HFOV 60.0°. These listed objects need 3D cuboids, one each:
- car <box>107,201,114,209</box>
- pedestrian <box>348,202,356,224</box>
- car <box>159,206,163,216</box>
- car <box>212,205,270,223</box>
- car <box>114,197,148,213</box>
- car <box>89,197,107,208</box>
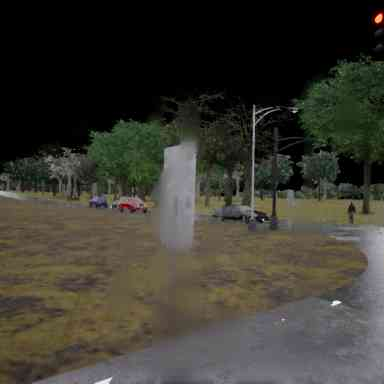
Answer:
[{"bbox_3d":[-12.295,2.188,56.734,1.837,1.490,4.892,3,-2,-36],"label":"car"},{"bbox_3d":[13.340,1.718,27.808,0.375,1.860,0.375,2,-1,-36],"label":"pedestrian"},{"bbox_3d":[-1.863,1.928,35.889,1.994,1.385,4.181,3,-2,-37],"label":"car"},{"bbox_3d":[3.949,1.794,27.834,2.033,1.411,5.357,3,-2,-36],"label":"car"},{"bbox_3d":[-7.953,1.680,44.416,2.150,2.045,5.566,3,-2,-35],"label":"car"},{"bbox_3d":[-18.384,1.964,65.212,2.150,2.045,5.566,3,-2,-36],"label":"car"}]
